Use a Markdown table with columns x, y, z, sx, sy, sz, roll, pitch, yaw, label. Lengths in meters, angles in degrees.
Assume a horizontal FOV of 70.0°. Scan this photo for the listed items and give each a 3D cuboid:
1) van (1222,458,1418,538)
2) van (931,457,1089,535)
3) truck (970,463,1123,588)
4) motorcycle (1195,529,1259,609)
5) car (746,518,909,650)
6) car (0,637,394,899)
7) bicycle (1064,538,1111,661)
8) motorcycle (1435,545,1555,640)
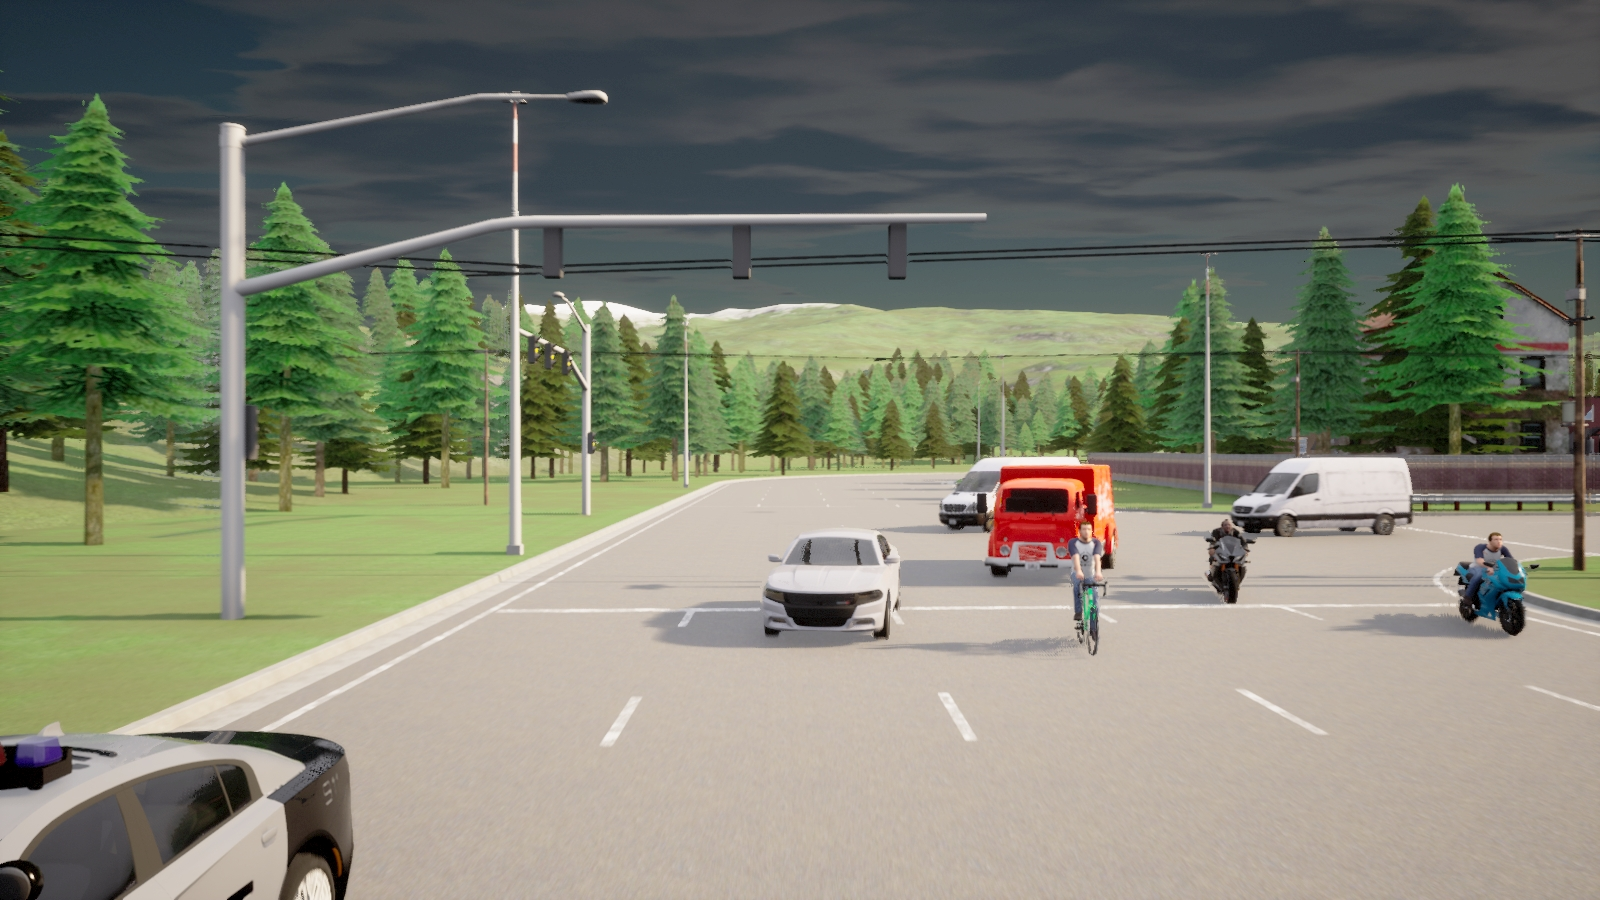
| x | y | z | sx | sy | sz | roll | pitch | yaw | label |
| --- | --- | --- | --- | --- | --- | --- | --- | --- | --- |
| 17.236 | 1.537 | 37.929 | 5.915 | 2.561 | 1.988 | 0 | -1 | -13 | van |
| 7.458 | 1.536 | 40.185 | 5.915 | 2.561 | 1.988 | 0 | -1 | -38 | van |
| 5.740 | 1.568 | 26.020 | 2.627 | 2.467 | 5.204 | 0 | 0 | 21 | truck |
| 8.016 | 2.206 | 21.535 | 0.867 | 1.251 | 2.209 | 1 | 0 | 14 | motorcycle |
| 0.614 | 2.034 | 18.613 | 2.097 | 1.535 | 5.006 | 0 | 0 | 8 | car |
| -3.587 | 1.982 | 4.457 | 2.097 | 1.638 | 5.238 | 0 | 0 | 1 | car |
| 4.031 | 2.056 | 16.075 | 0.373 | 1.496 | 1.643 | 0 | 0 | 5 | bicycle |
| 10.813 | 2.188 | 17.874 | 0.803 | 1.199 | 2.033 | 2 | 0 | 7 | motorcycle |
